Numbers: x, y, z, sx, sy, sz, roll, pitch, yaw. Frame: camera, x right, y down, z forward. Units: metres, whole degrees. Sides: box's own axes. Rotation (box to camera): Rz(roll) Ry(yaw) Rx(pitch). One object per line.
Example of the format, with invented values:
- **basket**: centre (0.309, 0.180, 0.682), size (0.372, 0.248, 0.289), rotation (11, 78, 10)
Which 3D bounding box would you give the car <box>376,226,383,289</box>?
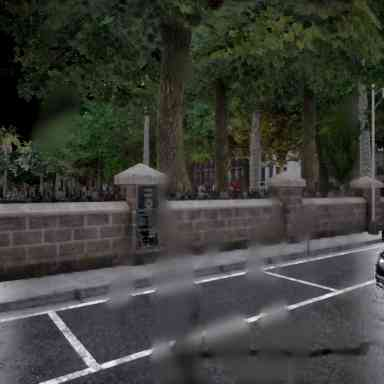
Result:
- **car**: centre (6.187, 1.488, 7.788), size (4.902, 1.511, 2.128), rotation (0, 0, -35)
